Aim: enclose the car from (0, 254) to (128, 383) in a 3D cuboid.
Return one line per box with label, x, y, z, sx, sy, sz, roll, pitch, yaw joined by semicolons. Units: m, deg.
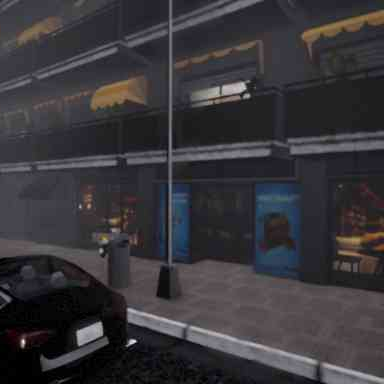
car;-2.812;1.612;4.873;4.313;1.339;1.947;-1;0;36
